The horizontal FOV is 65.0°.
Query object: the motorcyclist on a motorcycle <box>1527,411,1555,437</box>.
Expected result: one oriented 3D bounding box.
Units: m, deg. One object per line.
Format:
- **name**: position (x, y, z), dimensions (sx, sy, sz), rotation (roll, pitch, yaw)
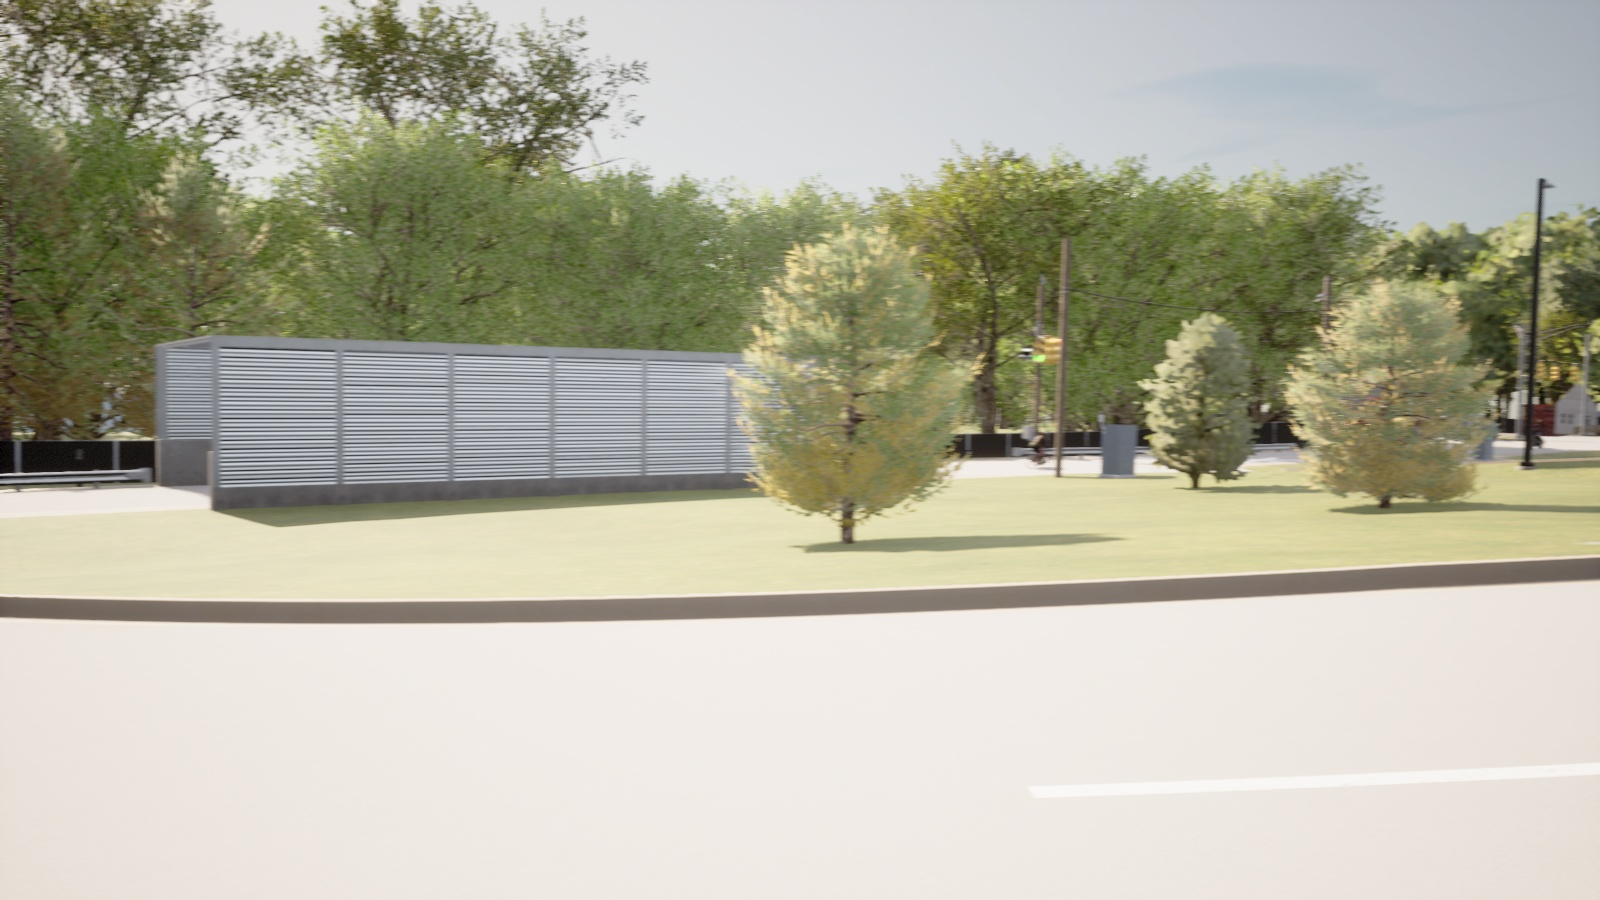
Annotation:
- **motorcyclist on a motorcycle**: position (48.979, -1.721, 83.027), dimensions (2.350, 1.649, 0.766), rotation (-3, 4, -39)
